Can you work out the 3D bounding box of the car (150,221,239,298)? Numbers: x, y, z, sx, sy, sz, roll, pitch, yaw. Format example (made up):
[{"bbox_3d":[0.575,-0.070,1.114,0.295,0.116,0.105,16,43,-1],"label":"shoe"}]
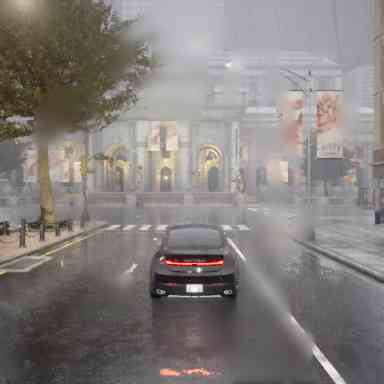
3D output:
[{"bbox_3d":[0.062,1.505,8.476,1.837,1.490,4.892,0,0,0],"label":"car"}]
